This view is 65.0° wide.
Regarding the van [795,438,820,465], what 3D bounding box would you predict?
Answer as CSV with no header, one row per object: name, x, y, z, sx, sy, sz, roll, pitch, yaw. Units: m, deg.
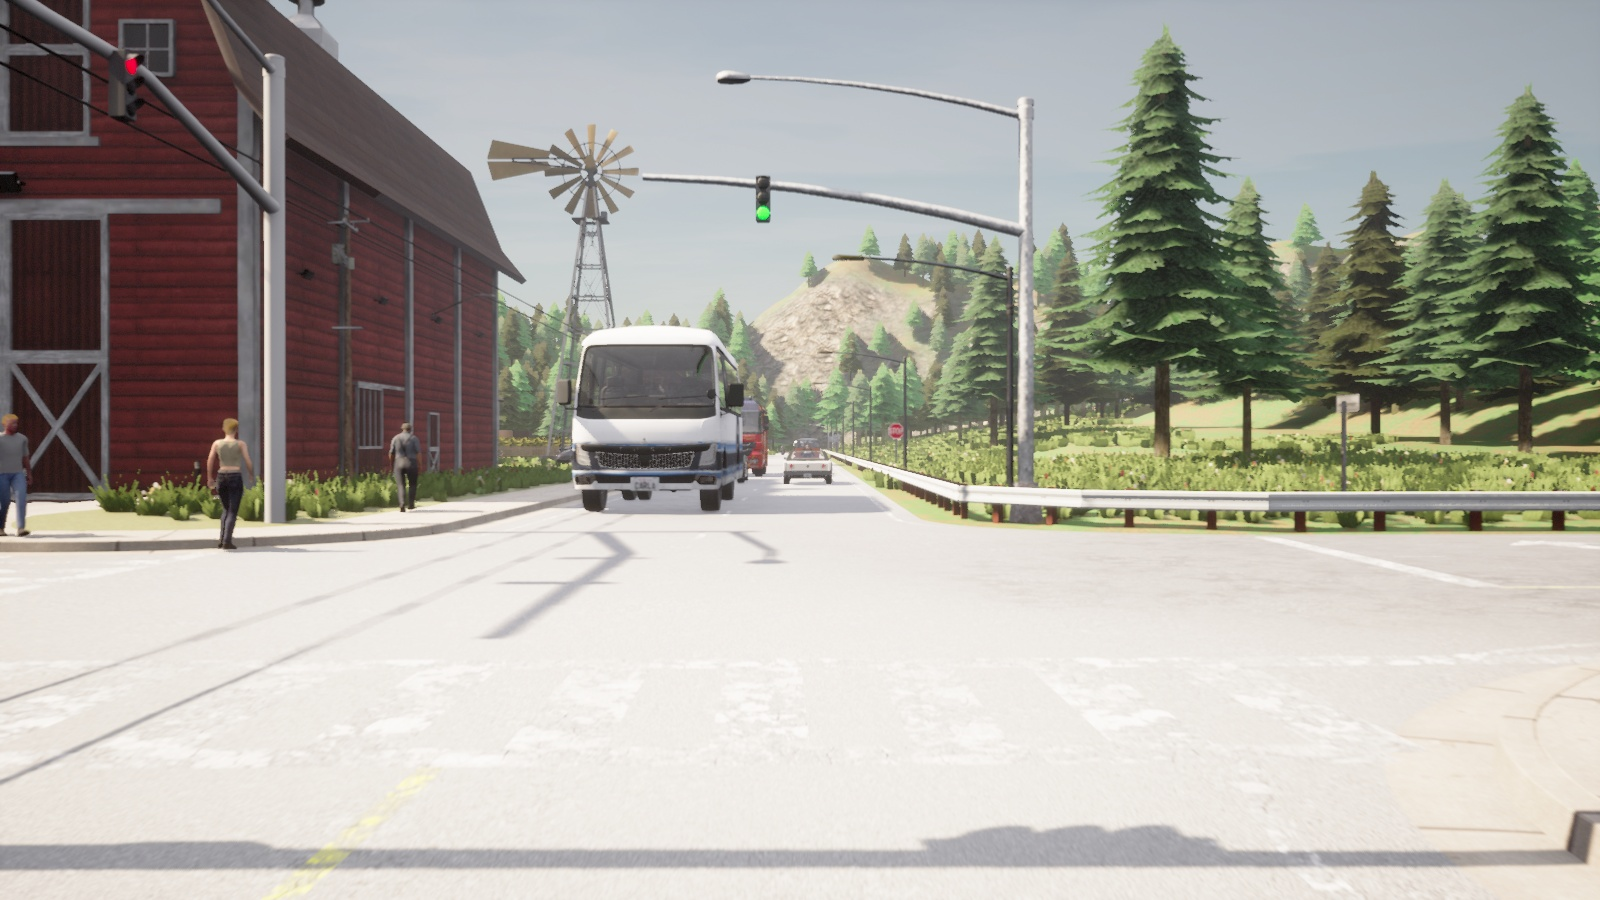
van,0.553,0.122,93.451,1.775,1.987,4.442,0,0,0

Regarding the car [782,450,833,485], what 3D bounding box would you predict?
car,0.298,0.648,49.266,1.895,1.301,4.718,0,0,0

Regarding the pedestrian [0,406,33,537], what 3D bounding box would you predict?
pedestrian,-11.216,0.298,17.841,0.706,1.836,0.354,0,0,42

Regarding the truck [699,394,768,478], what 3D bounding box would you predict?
truck,-3.129,-0.670,61.652,2.891,3.827,8.468,0,0,0

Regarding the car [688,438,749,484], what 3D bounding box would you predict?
car,-3.195,0.400,50.165,2.097,1.767,4.553,0,0,0

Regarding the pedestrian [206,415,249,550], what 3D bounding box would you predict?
pedestrian,-7.911,0.436,17.366,0.345,1.836,0.594,0,0,-3

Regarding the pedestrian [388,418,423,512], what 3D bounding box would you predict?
pedestrian,-7.860,0.294,25.051,0.540,1.848,0.694,0,0,-6

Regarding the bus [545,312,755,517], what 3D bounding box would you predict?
bus,-3.304,-0.759,31.260,3.944,4.253,10.273,0,0,0
